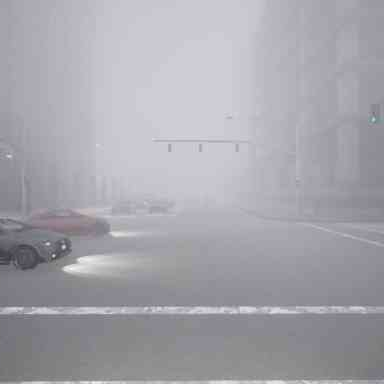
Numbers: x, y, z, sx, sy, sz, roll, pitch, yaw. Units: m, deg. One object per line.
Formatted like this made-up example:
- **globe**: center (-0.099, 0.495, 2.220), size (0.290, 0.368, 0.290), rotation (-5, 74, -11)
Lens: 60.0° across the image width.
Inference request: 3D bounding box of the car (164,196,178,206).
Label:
- **car**: center (-3.580, 1.492, 57.071), size (2.128, 1.511, 4.902), rotation (0, 0, 0)

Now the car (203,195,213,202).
- **car**: center (3.504, 1.508, 73.676), size (1.812, 1.442, 4.674), rotation (0, 0, 0)

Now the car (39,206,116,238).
- **car**: center (-6.205, 1.534, 16.304), size (4.181, 1.385, 1.994), rotation (0, 0, -31)

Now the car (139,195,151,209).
- **car**: center (-7.095, 1.505, 44.297), size (1.837, 1.490, 4.892), rotation (0, 0, 0)

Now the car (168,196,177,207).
- **car**: center (-3.596, 1.478, 46.708), size (1.882, 1.535, 5.008), rotation (0, 0, 0)

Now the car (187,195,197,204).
- **car**: center (0.004, 1.492, 64.289), size (2.128, 1.511, 4.902), rotation (0, 0, 0)

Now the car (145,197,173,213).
- **car**: center (-3.598, 1.547, 37.062), size (2.033, 1.411, 5.357), rotation (0, 0, 0)

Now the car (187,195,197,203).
- **car**: center (0.004, 1.509, 73.676), size (2.128, 1.511, 4.902), rotation (0, 0, 0)

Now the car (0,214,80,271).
- **car**: center (-5.995, 1.537, 10.332), size (4.181, 1.385, 1.994), rotation (0, 0, -1)

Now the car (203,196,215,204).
- **car**: center (3.504, 1.492, 64.601), size (2.128, 1.511, 4.902), rotation (0, 0, 0)

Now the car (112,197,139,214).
- **car**: center (-7.098, 1.505, 34.893), size (1.837, 1.490, 4.892), rotation (0, 0, 0)

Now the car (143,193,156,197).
- **car**: center (-7.085, 1.221, 54.661), size (2.150, 2.045, 5.566), rotation (0, 0, 0)
